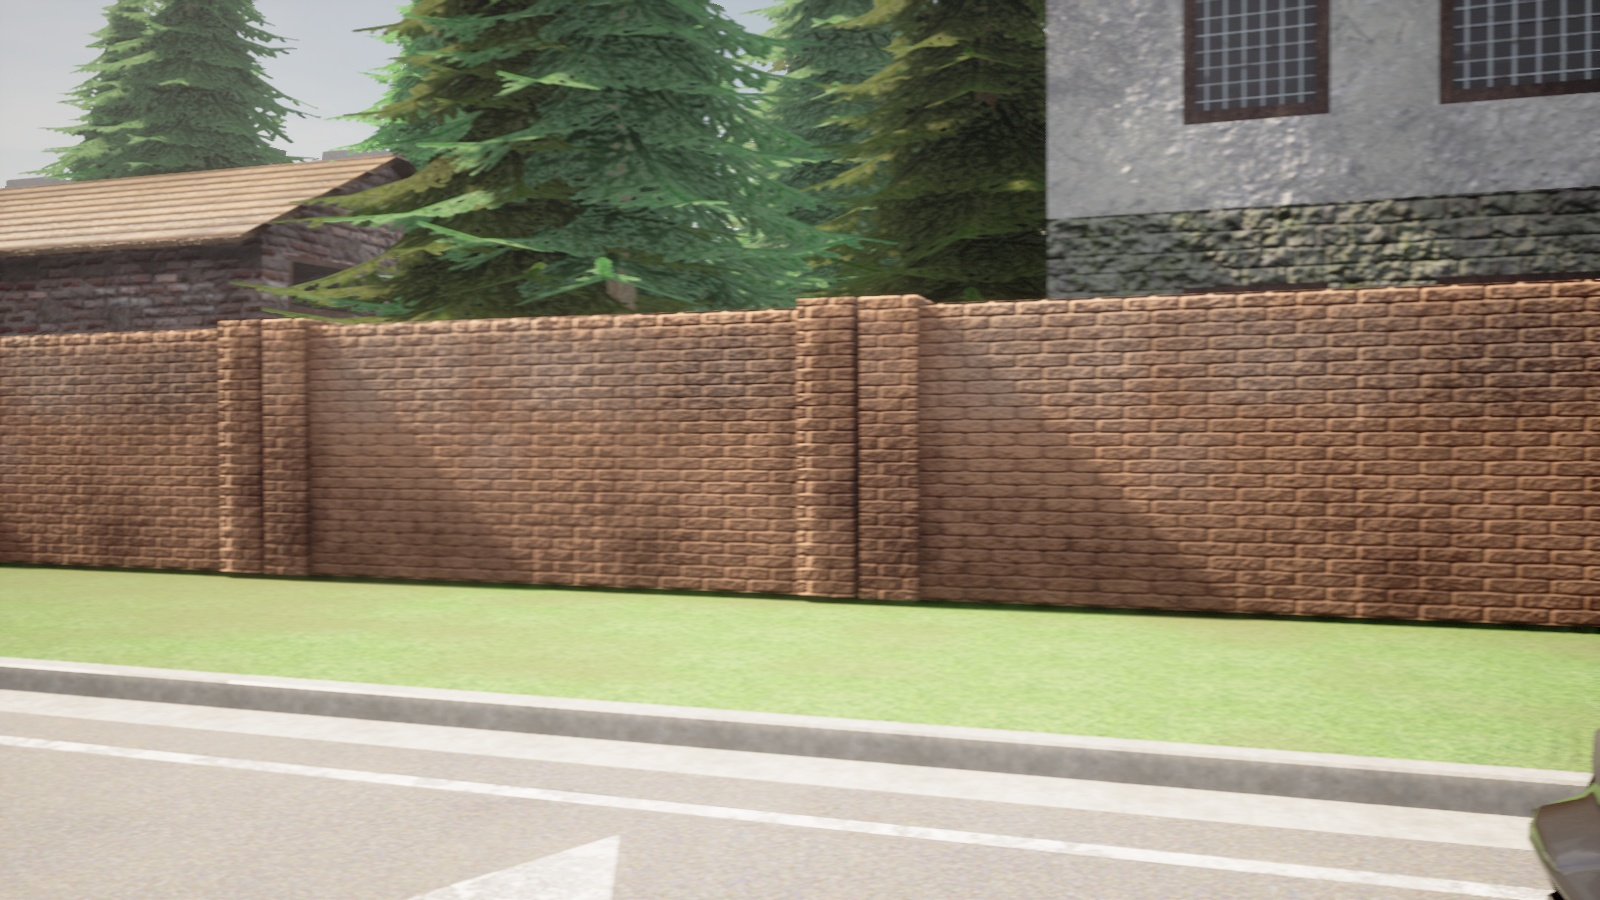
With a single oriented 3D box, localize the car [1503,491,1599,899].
[{"bbox_3d":[4.231,0.861,1.771,5.357,1.411,2.033,1,1,19],"label":"car"}]
